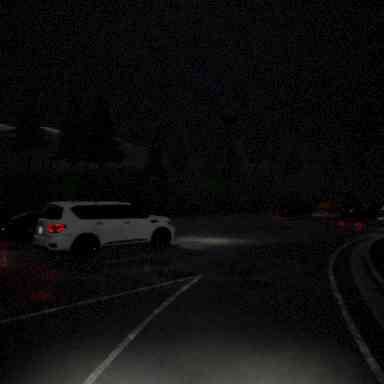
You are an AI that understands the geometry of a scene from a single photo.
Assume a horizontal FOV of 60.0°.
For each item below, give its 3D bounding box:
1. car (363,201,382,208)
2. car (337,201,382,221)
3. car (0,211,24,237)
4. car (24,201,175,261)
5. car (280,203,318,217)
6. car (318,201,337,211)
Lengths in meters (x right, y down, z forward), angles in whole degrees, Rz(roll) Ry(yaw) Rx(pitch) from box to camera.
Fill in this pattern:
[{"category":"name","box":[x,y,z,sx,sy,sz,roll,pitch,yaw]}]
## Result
[{"category":"car","box":[35.425,2.455,65.206,4.718,1.301,1.895,1,-1,-44]},{"category":"car","box":[16.089,1.770,31.846,4.553,1.767,2.097,1,-1,-44]},{"category":"car","box":[-7.873,1.719,18.470,4.674,1.442,1.812,1,-1,-44]},{"category":"car","box":[-3.245,1.368,13.212,5.566,2.045,2.150,1,-1,-44]},{"category":"car","box":[11.835,1.948,37.468,5.008,1.535,1.882,1,-1,-44]},{"category":"car","box":[21.216,2.136,51.372,5.008,1.535,1.882,1,-1,-44]}]
